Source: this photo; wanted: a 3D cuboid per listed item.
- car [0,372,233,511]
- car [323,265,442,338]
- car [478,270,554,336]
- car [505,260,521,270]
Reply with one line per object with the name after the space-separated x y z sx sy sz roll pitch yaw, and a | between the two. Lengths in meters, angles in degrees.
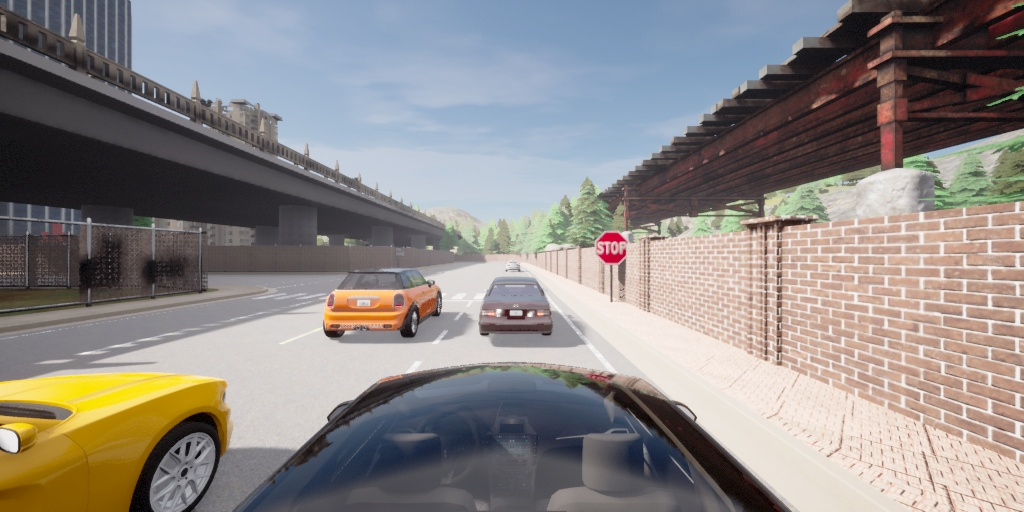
-3.398 1.228 1.114 1.882 1.535 5.008 0 0 0 | car
-3.411 1.102 10.371 2.097 1.767 4.553 0 0 0 | car
0.090 1.297 10.390 2.033 1.411 5.357 0 0 0 | car
0.125 1.276 46.264 1.812 1.442 4.674 0 0 -1 | car
